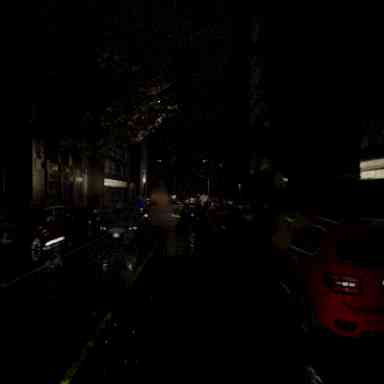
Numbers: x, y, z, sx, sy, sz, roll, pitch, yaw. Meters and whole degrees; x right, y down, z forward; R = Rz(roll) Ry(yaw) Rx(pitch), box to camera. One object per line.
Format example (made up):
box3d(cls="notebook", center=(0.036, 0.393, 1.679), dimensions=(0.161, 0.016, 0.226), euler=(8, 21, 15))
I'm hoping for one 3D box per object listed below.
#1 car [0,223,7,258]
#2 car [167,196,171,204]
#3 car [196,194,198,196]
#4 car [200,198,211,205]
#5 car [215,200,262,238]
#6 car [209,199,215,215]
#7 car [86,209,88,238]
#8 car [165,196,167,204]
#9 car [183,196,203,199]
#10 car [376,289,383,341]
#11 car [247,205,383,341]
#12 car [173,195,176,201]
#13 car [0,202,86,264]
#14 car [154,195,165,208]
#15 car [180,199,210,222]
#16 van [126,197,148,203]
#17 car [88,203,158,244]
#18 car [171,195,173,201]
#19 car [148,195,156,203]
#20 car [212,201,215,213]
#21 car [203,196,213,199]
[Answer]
box3d(cls="car", center=(-5.870, 1.556, 6.490), dimensions=(1.887, 1.381, 4.507), euler=(0, 0, 0))
box3d(cls="car", center=(-5.995, 1.662, 68.525), dimensions=(1.967, 1.590, 4.097), euler=(0, 0, 0))
box3d(cls="car", center=(2.497, 1.847, 85.650), dimensions=(1.752, 1.417, 4.829), euler=(0, -1, 1))
box3d(cls="car", center=(2.542, 1.762, 62.887), dimensions=(1.947, 1.339, 4.313), euler=(0, 0, 0))
box3d(cls="car", center=(2.634, 1.348, 17.777), dimensions=(2.192, 1.841, 5.009), euler=(0, 0, 0))
box3d(cls="car", center=(2.598, 1.666, 34.691), dimensions=(1.802, 1.307, 4.206), euler=(0, 0, 0))
box3d(cls="car", center=(-5.892, 1.598, 17.770), dimensions=(1.947, 1.339, 4.313), euler=(0, 0, 0))
box3d(cls="car", center=(-5.972, 1.486, 57.245), dimensions=(2.192, 1.841, 5.009), euler=(0, 0, 0))
box3d(cls="car", center=(0.011, 1.613, 44.631), dimensions=(2.128, 1.511, 4.902), euler=(0, 0, 0))
box3d(cls="car", center=(2.667, 1.568, 0.859), dimensions=(1.947, 1.339, 4.313), euler=(0, 0, 0))
box3d(cls="car", center=(2.656, 1.328, 6.499), dimensions=(2.192, 1.841, 5.009), euler=(0, 0, 0))
box3d(cls="car", center=(-6.047, 1.878, 90.878), dimensions=(1.752, 1.417, 4.829), euler=(0, -1, 1))
box3d(cls="car", center=(-5.881, 1.337, 12.130), dimensions=(2.192, 1.841, 5.009), euler=(0, 0, 0))
box3d(cls="car", center=(-5.961, 1.464, 51.607), dimensions=(2.192, 1.841, 5.009), euler=(0, 0, 0))
box3d(cls="car", center=(0.047, 1.545, 27.294), dimensions=(2.128, 1.511, 4.902), euler=(0, 0, 0))
box3d(cls="van", center=(-5.927, 1.424, 34.688), dimensions=(1.690, 1.788, 3.998), euler=(0, 0, 0))
box3d(cls="car", center=(-3.133, 1.521, 16.184), dimensions=(2.128, 1.511, 4.902), euler=(0, 0, 0))
box3d(cls="car", center=(-6.006, 1.692, 74.163), dimensions=(1.967, 1.590, 4.097), euler=(0, 0, 0))
box3d(cls="car", center=(-5.938, 1.545, 40.327), dimensions=(1.967, 1.590, 4.097), euler=(0, 0, 0))
box3d(cls="car", center=(2.621, 1.571, 23.585), dimensions=(1.752, 1.417, 4.829), euler=(0, 0, 0))
box3d(cls="car", center=(2.576, 1.673, 45.970), dimensions=(1.887, 1.381, 4.507), euler=(0, 0, 0))
